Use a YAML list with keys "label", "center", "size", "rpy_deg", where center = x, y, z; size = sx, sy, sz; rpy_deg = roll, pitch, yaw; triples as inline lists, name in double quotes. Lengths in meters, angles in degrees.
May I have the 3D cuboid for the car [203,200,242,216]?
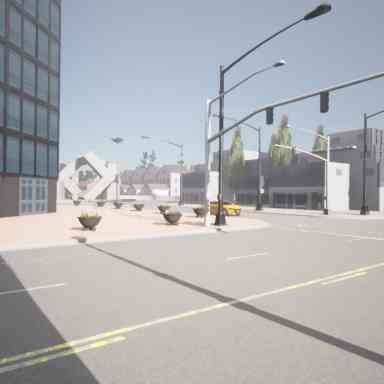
- label: "car"
  center: [2.956, 1.563, 33.648]
  size: [1.882, 1.535, 5.008]
  rpy_deg: [1, -1, -35]
